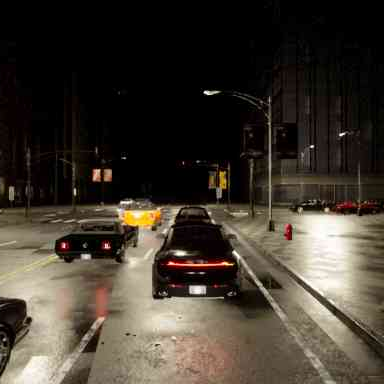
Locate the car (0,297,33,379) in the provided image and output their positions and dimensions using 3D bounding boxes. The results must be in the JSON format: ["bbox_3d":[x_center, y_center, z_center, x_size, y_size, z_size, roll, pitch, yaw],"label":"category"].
[{"bbox_3d":[-3.152,1.548,2.215,2.033,1.411,5.357,0,0,0],"label":"car"}]

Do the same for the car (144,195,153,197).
[{"bbox_3d":[-9.586,1.604,71.773,2.150,2.045,5.566,0,0,0],"label":"car"}]

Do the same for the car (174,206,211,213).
[{"bbox_3d":[0.041,1.510,17.882,1.882,1.535,5.008,0,0,0],"label":"car"}]

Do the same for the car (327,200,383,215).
[{"bbox_3d":[15.387,1.578,31.252,4.206,1.307,1.802,0,0,-1],"label":"car"}]

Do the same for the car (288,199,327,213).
[{"bbox_3d":[13.214,1.577,36.995,4.892,1.490,1.837,0,-1,-1],"label":"car"}]

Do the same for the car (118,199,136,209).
[{"bbox_3d":[-9.728,1.746,50.411,1.812,1.442,4.674,0,0,0],"label":"car"}]

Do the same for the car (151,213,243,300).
[{"bbox_3d":[0.117,1.512,8.391,1.837,1.490,4.892,0,0,0],"label":"car"}]

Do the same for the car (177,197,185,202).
[{"bbox_3d":[-3.045,2.050,89.307,1.812,1.442,4.674,0,0,0],"label":"car"}]

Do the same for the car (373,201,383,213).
[{"bbox_3d":[23.114,1.640,37.128,4.718,1.301,1.895,0,-1,-1],"label":"car"}]

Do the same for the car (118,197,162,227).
[{"bbox_3d":[-3.101,1.397,20.996,2.097,1.767,4.553,0,0,0],"label":"car"}]

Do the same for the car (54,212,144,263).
[{"bbox_3d":[-3.121,1.616,12.002,1.895,1.301,4.718,0,0,0],"label":"car"}]

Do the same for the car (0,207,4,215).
[{"bbox_3d":[-21.365,1.697,33.363,4.674,1.442,1.812,0,-1,0],"label":"car"}]

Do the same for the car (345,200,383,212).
[{"bbox_3d":[20.917,1.644,39.851,4.313,1.339,1.947,0,0,-1],"label":"car"}]

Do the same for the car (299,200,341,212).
[{"bbox_3d":[15.277,1.663,39.776,4.313,1.339,1.947,0,0,-1],"label":"car"}]
